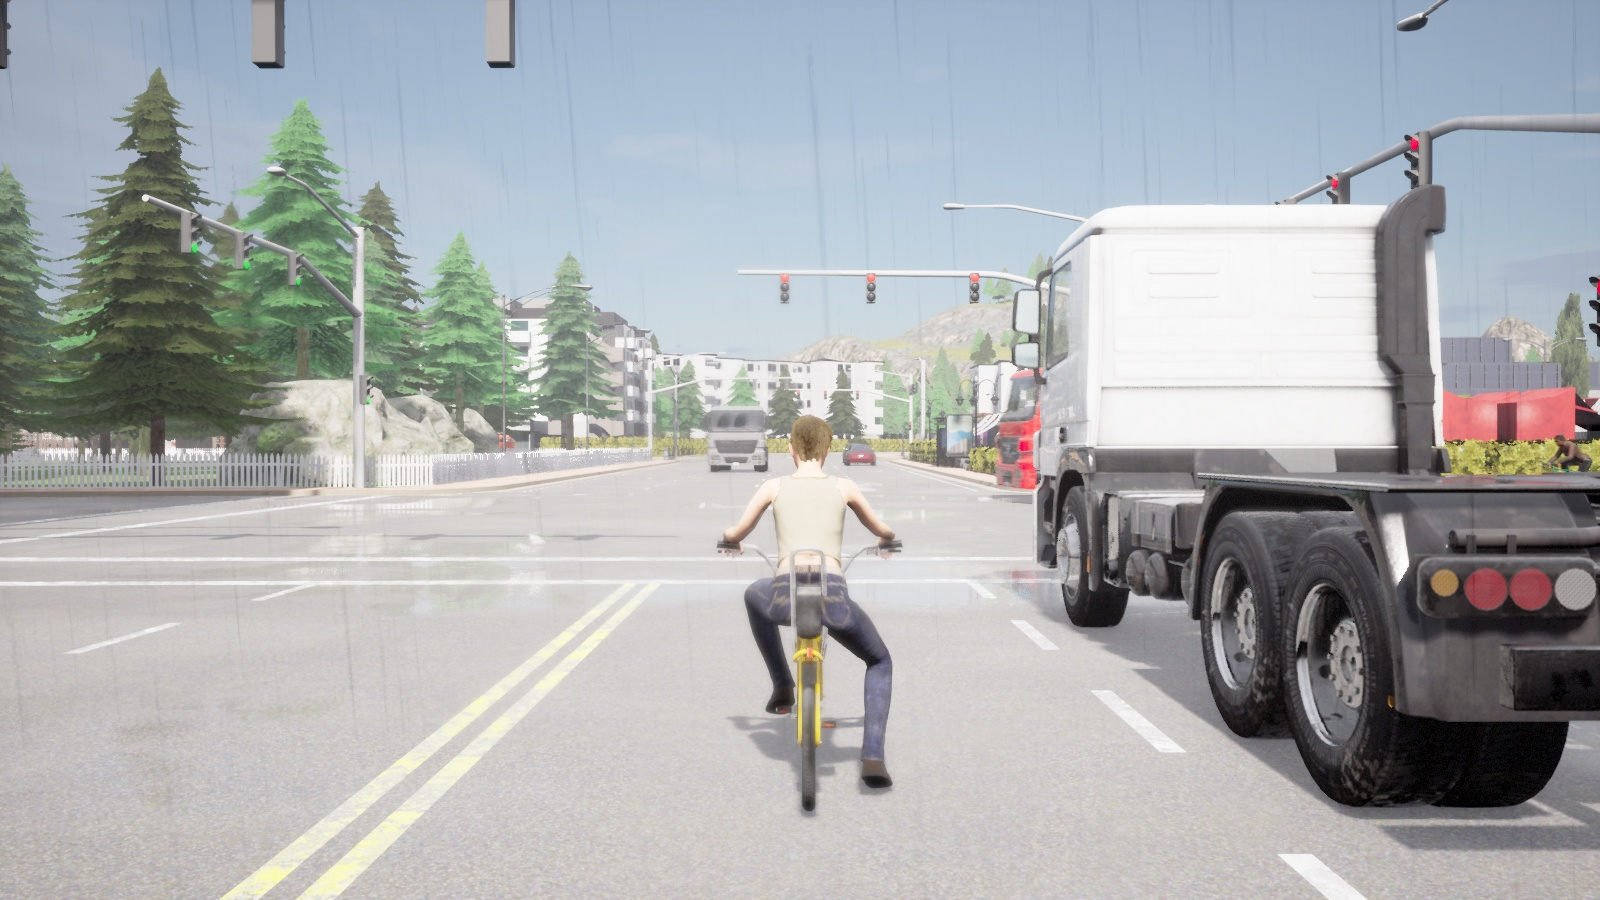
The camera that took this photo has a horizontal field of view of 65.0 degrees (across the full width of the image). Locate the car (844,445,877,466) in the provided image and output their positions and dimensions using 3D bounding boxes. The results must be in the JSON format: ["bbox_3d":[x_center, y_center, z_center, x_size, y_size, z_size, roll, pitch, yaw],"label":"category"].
[{"bbox_3d":[3.964,0.345,82.889,1.994,1.385,4.181,0,0,1],"label":"car"}]

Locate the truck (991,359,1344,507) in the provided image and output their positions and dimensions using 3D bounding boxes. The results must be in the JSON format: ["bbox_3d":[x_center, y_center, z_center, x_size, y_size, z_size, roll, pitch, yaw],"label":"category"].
[{"bbox_3d":[9.003,-0.440,31.318,7.936,3.462,2.891,-1,1,-4],"label":"truck"}]

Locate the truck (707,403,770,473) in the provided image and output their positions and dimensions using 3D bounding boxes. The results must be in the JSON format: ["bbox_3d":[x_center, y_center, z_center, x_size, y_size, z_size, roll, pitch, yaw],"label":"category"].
[{"bbox_3d":[-3.125,-0.609,65.755,2.891,3.462,7.936,0,0,0],"label":"truck"}]

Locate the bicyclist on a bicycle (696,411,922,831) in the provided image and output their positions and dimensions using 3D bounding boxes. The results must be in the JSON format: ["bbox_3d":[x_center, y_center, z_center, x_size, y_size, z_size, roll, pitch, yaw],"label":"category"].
[{"bbox_3d":[0.042,0.651,5.576,0.866,1.612,1.509,0,0,1],"label":"bicyclist on a bicycle"}]

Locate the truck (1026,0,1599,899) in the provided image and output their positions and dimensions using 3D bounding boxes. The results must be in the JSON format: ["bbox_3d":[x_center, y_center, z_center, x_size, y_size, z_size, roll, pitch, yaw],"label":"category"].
[{"bbox_3d":[3.559,-0.280,7.881,2.891,3.462,7.936,0,0,0],"label":"truck"}]
